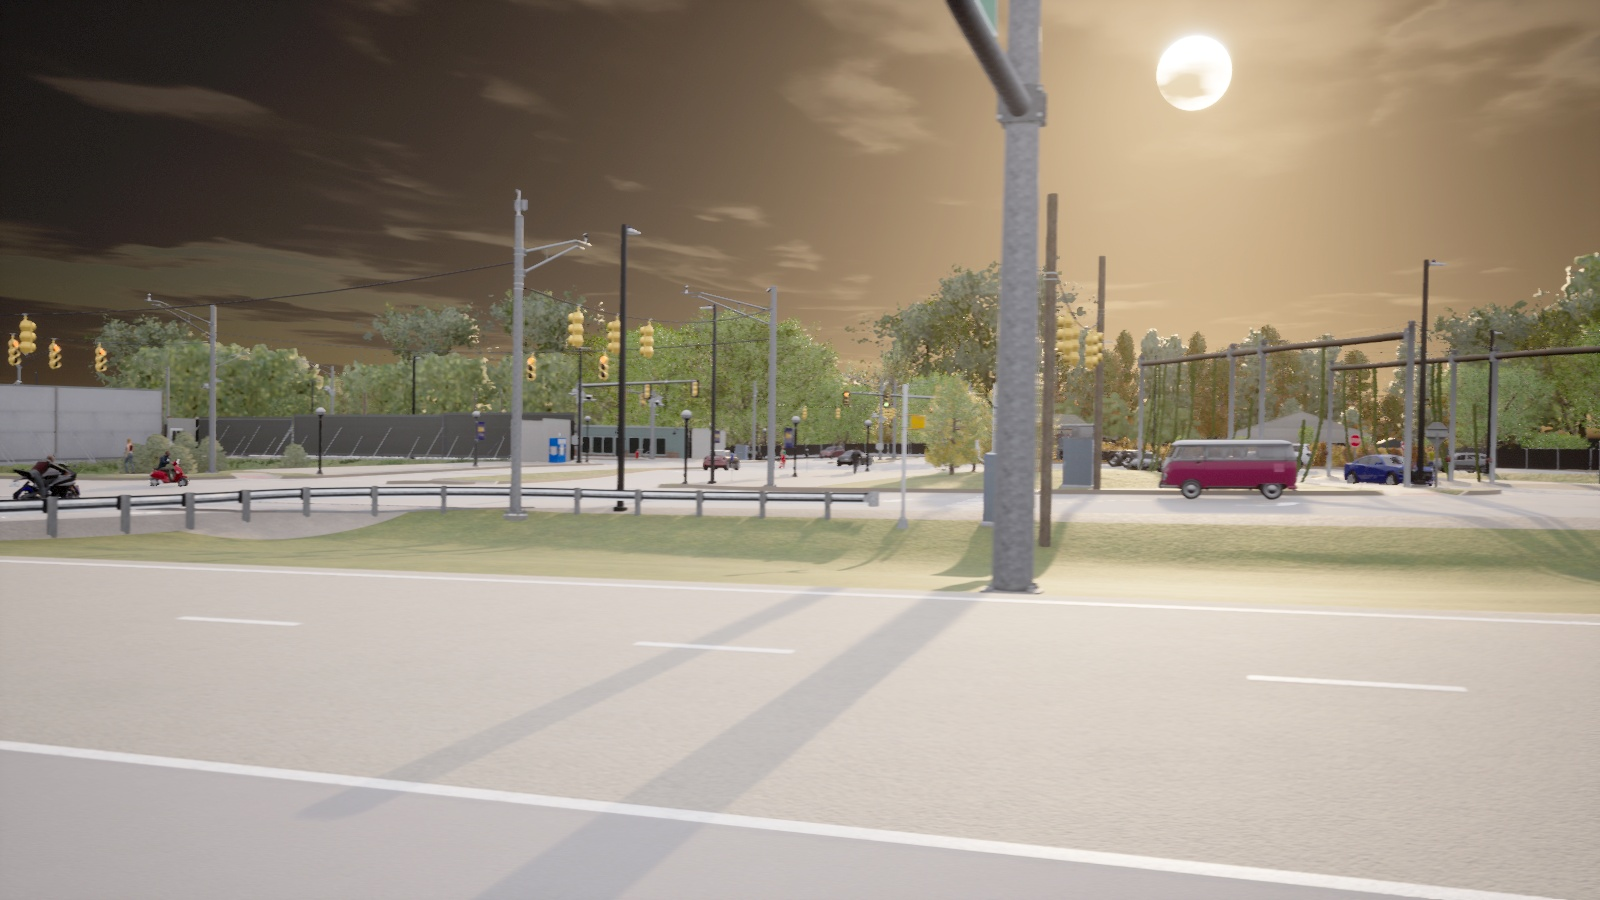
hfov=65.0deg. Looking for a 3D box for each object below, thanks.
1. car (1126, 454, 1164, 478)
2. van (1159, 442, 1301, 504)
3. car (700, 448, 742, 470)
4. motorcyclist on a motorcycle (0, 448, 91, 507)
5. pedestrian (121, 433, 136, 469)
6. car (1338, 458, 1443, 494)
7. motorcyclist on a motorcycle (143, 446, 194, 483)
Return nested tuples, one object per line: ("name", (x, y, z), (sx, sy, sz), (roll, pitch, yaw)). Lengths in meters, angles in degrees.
("car", (24.330, 1.106, 88.547), (1.816, 1.474, 4.193), (1, 2, 26))
("van", (14.480, 0.746, 42.477), (4.442, 1.987, 1.775), (0, 1, 18))
("car", (-5.740, 0.659, 91.289), (1.970, 1.475, 3.806), (1, 0, 14))
("motorcyclist on a motorcycle", (-21.593, 0.764, 35.994), (0.866, 1.530, 2.191), (1, 2, 16))
("pedestrian", (-34.655, 0.047, 64.768), (0.594, 1.836, 0.345), (2, 1, 18))
("car", (26.787, 1.145, 57.215), (1.882, 1.535, 5.008), (1, 0, -8))
("motorcyclist on a motorcycle", (-27.293, 0.614, 54.282), (1.817, 1.590, 0.866), (1, 1, 7))
